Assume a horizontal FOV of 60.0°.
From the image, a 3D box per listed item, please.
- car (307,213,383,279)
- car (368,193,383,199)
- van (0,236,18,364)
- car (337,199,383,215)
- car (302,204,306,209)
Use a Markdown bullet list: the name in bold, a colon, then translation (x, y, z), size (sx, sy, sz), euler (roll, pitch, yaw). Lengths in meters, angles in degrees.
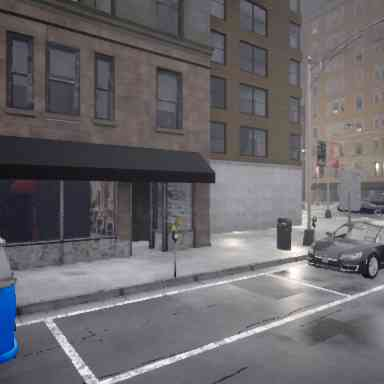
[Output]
- **car**: translation (5.252, 1.551, 9.951), size (4.403, 1.369, 2.008), euler (0, 0, -36)
- **car**: translation (20.701, 1.144, 36.236), size (2.150, 2.045, 5.566), euler (0, 0, -36)
- **van**: translation (-3.958, 1.341, 3.364), size (3.998, 1.788, 1.690), euler (0, 0, -36)
- **car**: translation (16.193, 1.531, 31.028), size (1.895, 1.301, 4.718), euler (0, 0, -36)
- **car**: translation (10.514, 1.432, 38.895), size (2.033, 1.411, 5.357), euler (0, 0, -36)
